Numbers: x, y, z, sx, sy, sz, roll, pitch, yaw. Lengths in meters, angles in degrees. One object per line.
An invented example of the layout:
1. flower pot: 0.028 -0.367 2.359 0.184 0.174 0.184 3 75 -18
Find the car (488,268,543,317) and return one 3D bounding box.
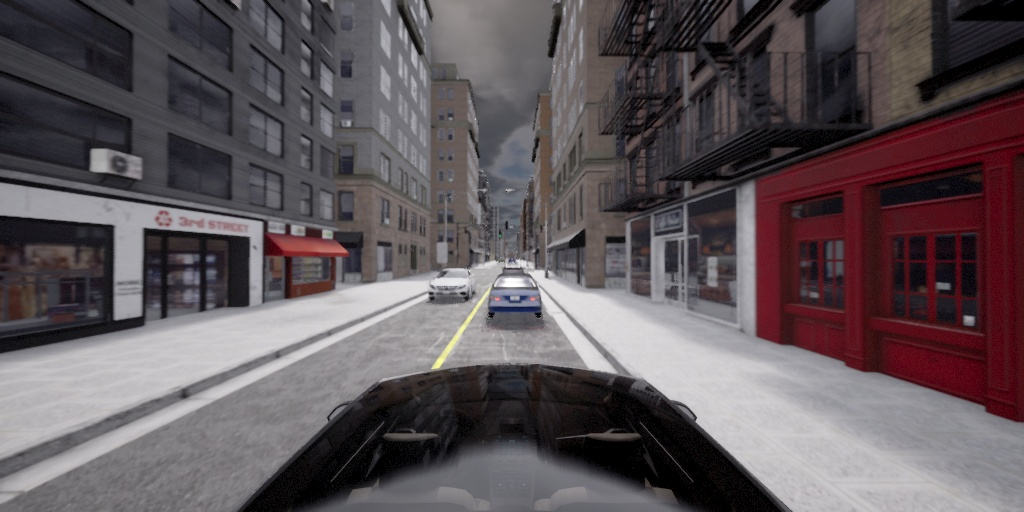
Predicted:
1. car: 0.095 1.333 13.370 2.033 1.411 5.357 0 0 0

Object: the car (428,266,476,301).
1. car: -2.849 1.325 17.868 1.812 1.442 4.674 0 0 0

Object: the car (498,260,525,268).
1. car: 0.091 1.322 30.317 2.128 1.511 4.902 0 0 0
